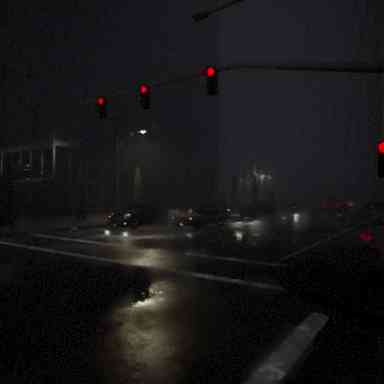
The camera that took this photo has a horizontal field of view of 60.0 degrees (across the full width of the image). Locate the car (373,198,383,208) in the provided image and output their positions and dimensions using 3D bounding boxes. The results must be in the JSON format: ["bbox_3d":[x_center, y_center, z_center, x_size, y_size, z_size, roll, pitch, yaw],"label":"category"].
[{"bbox_3d":[28.551,1.627,49.611,2.033,1.411,5.357,-1,0,36],"label":"car"}]

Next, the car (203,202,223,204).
[{"bbox_3d":[1.667,1.709,30.637,1.837,1.490,4.892,-1,0,36],"label":"car"}]

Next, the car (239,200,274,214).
[{"bbox_3d":[7.657,1.746,38.931,2.033,1.411,5.357,-1,0,35],"label":"car"}]

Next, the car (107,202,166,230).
[{"bbox_3d":[-3.682,1.561,23.227,2.097,1.767,4.553,-1,0,36],"label":"car"}]

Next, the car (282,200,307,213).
[{"bbox_3d":[12.136,1.687,39.134,1.812,1.442,4.674,-1,0,36],"label":"car"}]

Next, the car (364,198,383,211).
[{"bbox_3d":[22.942,1.562,41.839,1.882,1.535,5.008,-1,0,36],"label":"car"}]

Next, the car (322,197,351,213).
[{"bbox_3d":[17.196,1.475,39.860,2.097,1.767,4.553,-1,0,36],"label":"car"}]

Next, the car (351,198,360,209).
[{"bbox_3d":[22.536,1.595,47.260,1.882,1.535,5.008,-1,0,36],"label":"car"}]

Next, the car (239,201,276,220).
[{"bbox_3d":[6.131,1.645,30.840,1.882,1.535,5.008,-1,0,36],"label":"car"}]

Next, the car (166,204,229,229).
[{"bbox_3d":[0.585,1.773,23.158,1.895,1.301,4.718,-1,0,36],"label":"car"}]
